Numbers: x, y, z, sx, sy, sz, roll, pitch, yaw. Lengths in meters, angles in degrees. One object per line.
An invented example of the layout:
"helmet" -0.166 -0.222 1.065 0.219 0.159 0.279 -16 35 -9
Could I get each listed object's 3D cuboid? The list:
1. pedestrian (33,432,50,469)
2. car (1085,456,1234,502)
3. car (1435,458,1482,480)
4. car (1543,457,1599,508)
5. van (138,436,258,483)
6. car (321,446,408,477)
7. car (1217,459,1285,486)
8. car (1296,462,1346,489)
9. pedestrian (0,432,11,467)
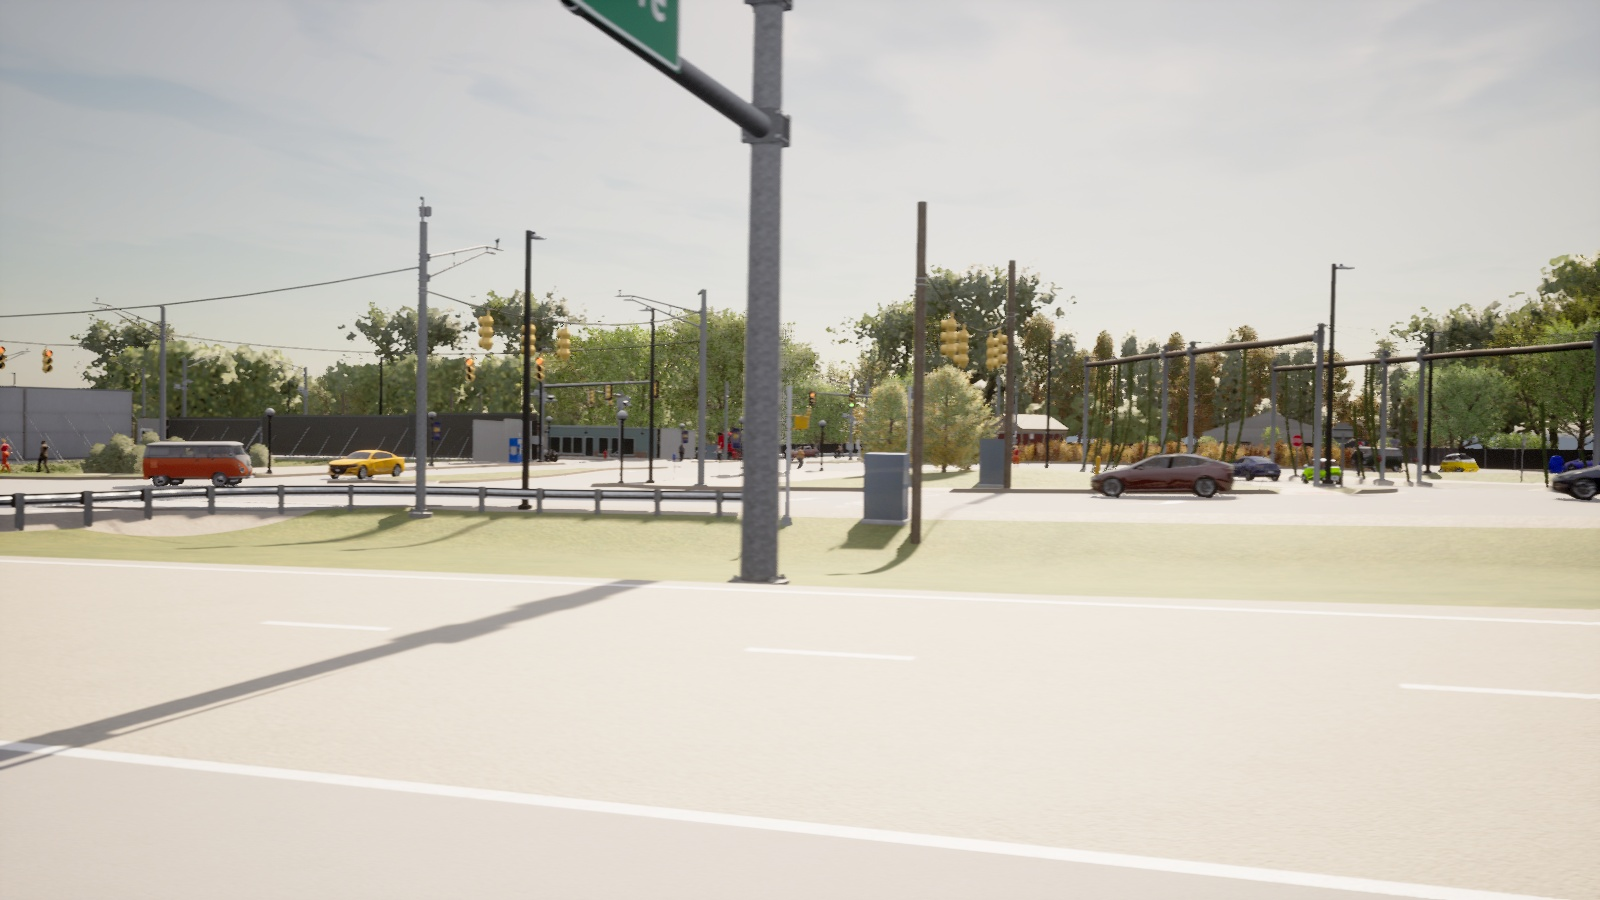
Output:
"pedestrian" -40.672 0.024 67.366 0.692 1.930 0.396 2 1 18
"car" 12.325 0.966 43.170 4.792 1.488 2.163 0 1 17
"car" 42.622 1.229 81.293 1.481 1.376 2.207 0 -2 -22
"car" 25.601 0.984 38.390 4.792 1.488 2.163 0 1 26
"van" -26.473 0.417 55.327 4.442 1.987 1.775 0 1 -2
"car" -23.353 0.577 67.564 1.882 1.535 5.008 1 1 16
"car" 26.562 1.294 74.060 1.812 1.442 4.674 1 0 -7
"car" 27.634 1.330 66.612 1.481 1.376 2.207 1 0 -9
"pedestrian" -42.138 -0.024 66.443 0.594 1.836 0.345 2 1 11
